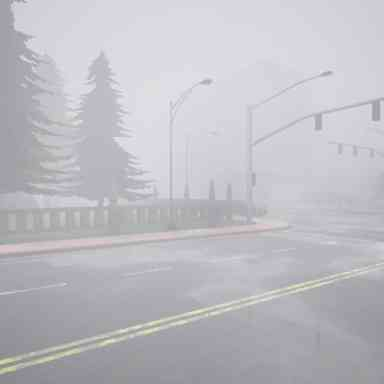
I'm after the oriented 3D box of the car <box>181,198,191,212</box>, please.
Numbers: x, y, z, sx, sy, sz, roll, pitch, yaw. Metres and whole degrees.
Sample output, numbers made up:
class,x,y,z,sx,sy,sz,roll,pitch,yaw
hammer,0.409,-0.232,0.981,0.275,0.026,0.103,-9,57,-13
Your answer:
class,x,y,z,sx,sy,sz,roll,pitch,yaw
car,-0.537,1.504,39.072,1.837,1.490,4.892,0,0,-35

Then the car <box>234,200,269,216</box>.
class,x,y,z,sx,sy,sz,roll,pitch,yaw
car,4.921,1.505,31.395,1.837,1.490,4.892,0,0,-35

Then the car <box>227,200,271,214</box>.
class,x,y,z,sx,sy,sz,roll,pitch,yaw
car,6.041,1.601,35.861,1.895,1.301,4.718,0,0,-35
